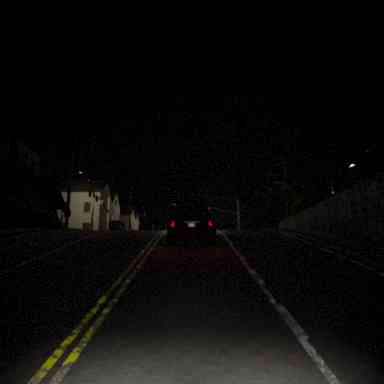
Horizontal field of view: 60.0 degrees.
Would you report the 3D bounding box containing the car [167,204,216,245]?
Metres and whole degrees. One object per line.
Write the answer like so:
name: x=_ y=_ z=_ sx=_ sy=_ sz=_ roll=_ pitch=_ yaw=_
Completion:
car: x=-0.022 y=1.421 z=15.887 sx=2.097 sy=1.767 sz=4.553 roll=0 pitch=-1 yaw=0
